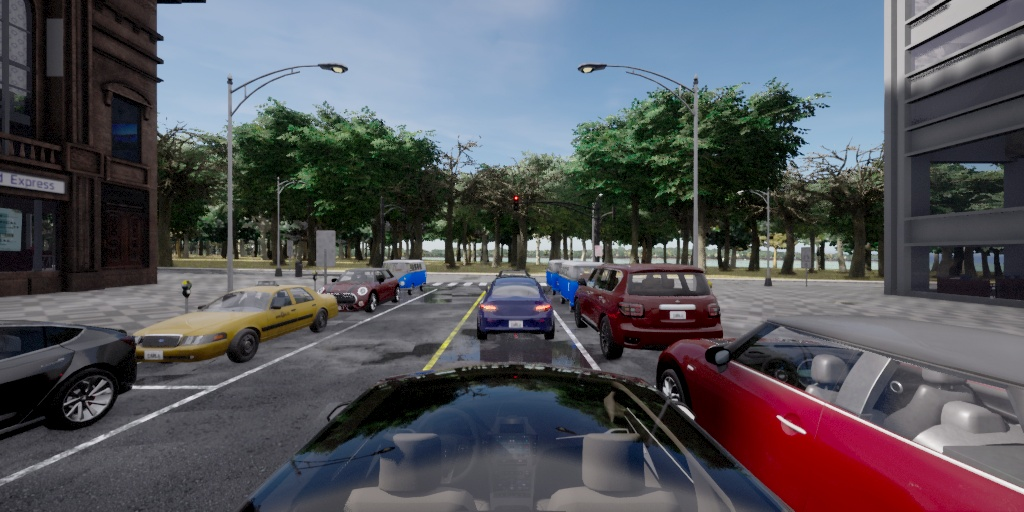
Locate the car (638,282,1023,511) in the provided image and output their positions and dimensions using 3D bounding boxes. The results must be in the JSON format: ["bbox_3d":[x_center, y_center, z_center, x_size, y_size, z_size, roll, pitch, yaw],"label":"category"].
[{"bbox_3d":[2.762,1.190,2.915,1.967,1.591,4.097,0,0,0],"label":"car"}]

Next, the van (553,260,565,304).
[{"bbox_3d":[2.758,1.091,13.790,1.690,1.789,3.998,0,0,0],"label":"van"}]

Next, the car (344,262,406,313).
[{"bbox_3d":[-5.767,1.190,13.787,1.967,1.591,4.097,0,0,0],"label":"car"}]

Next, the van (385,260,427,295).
[{"bbox_3d":[-5.769,1.092,19.225,1.690,1.789,3.998,0,0,0],"label":"van"}]

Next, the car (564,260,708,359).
[{"bbox_3d":[2.760,1.065,8.353,2.192,1.841,5.009,0,0,0],"label":"car"}]

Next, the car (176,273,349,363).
[{"bbox_3d":[-5.765,1.275,8.180,1.751,1.417,4.829,0,0,0],"label":"car"}]

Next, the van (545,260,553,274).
[{"bbox_3d":[2.756,1.092,19.228,1.690,1.789,3.998,0,0,0],"label":"van"}]

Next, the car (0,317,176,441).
[{"bbox_3d":[-5.763,1.316,2.912,1.948,1.339,4.313,0,0,0],"label":"car"}]

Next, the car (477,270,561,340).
[{"bbox_3d":[0.095,1.276,9.890,1.812,1.442,4.674,0,0,0],"label":"car"}]
